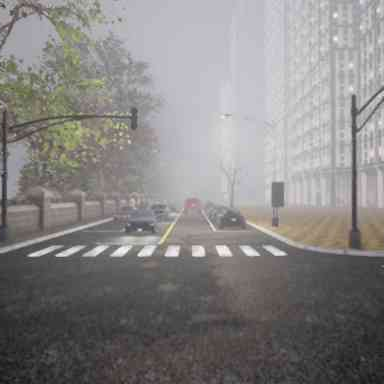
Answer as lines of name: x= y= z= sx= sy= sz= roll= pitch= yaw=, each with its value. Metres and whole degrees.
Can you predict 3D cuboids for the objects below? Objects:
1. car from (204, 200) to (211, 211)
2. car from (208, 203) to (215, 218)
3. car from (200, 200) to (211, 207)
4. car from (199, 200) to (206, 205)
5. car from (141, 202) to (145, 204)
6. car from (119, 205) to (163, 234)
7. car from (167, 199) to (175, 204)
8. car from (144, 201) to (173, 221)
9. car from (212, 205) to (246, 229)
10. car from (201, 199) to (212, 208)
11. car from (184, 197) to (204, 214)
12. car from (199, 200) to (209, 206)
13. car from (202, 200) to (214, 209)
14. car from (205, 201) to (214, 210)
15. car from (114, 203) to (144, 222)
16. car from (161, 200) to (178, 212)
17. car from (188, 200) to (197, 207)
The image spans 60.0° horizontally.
car: x=2.699 y=2.154 z=51.771 sx=1.887 sy=1.381 sz=4.507 roll=0 pitch=-1 yaw=0
car: x=2.695 y=1.904 z=29.242 sx=1.947 sy=1.339 sz=4.313 roll=0 pitch=-1 yaw=0
car: x=2.700 y=2.371 z=68.665 sx=2.008 sy=1.369 sz=4.403 roll=0 pitch=-1 yaw=0
car: x=2.702 y=2.617 z=85.561 sx=1.802 sy=1.307 sz=4.206 roll=0 pitch=-1 yaw=0
car: x=-5.683 y=1.912 z=40.509 sx=1.967 sy=1.590 sz=4.097 roll=0 pitch=-1 yaw=0
car: x=-3.116 y=1.796 z=21.514 sx=2.033 sy=1.411 sz=5.357 roll=0 pitch=-1 yaw=-4
car: x=-5.677 y=2.653 z=91.194 sx=1.887 sy=1.381 sz=4.507 roll=0 pitch=-1 yaw=0
car: x=-3.082 y=1.871 z=31.594 sx=1.837 sy=1.490 sz=4.892 roll=0 pitch=-1 yaw=0
car: x=2.694 y=1.839 z=23.610 sx=1.947 sy=1.339 sz=4.313 roll=0 pitch=-1 yaw=0
car: x=2.700 y=2.189 z=63.035 sx=1.967 sy=1.590 sz=4.097 roll=0 pitch=-1 yaw=0
car: x=0.107 y=1.728 z=43.368 sx=2.150 sy=2.045 sz=5.566 roll=0 pitch=-1 yaw=0
car: x=2.701 y=2.442 z=74.297 sx=2.008 sy=1.369 sz=4.403 roll=0 pitch=-1 yaw=0
car: x=2.699 y=2.119 z=57.404 sx=1.967 sy=1.590 sz=4.097 roll=0 pitch=-1 yaw=0
car: x=2.696 y=1.971 z=34.874 sx=1.947 sy=1.339 sz=4.313 roll=0 pitch=-1 yaw=0
car: x=-5.685 y=1.920 z=29.243 sx=1.802 sy=1.307 sz=4.206 roll=0 pitch=-1 yaw=0
car: x=-3.052 y=2.146 z=46.529 sx=1.895 sy=1.301 sz=4.718 roll=0 pitch=-1 yaw=0
car: x=0.099 y=2.273 z=65.027 sx=1.837 sy=1.490 sz=4.892 roll=0 pitch=-3 yaw=0
